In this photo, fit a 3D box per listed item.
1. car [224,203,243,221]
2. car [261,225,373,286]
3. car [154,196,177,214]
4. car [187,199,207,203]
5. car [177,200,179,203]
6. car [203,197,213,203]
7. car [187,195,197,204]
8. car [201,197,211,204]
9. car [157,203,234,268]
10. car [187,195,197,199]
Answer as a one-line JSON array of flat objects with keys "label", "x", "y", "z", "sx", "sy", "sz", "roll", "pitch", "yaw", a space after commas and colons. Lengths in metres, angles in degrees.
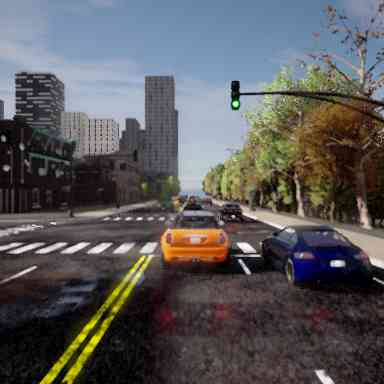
[{"label": "car", "x": 3.366, "y": 1.749, "z": 29.514, "sx": 1.837, "sy": 1.490, "sz": 4.892, "roll": 0, "pitch": 0, "yaw": 0}, {"label": "car", "x": 3.359, "y": 1.646, "z": 9.709, "sx": 1.994, "sy": 1.385, "sz": 4.181, "roll": 0, "pitch": 0, "yaw": -1}, {"label": "car", "x": -3.319, "y": 1.558, "z": 40.971, "sx": 2.150, "sy": 2.045, "sz": 5.566, "roll": 0, "pitch": -1, "yaw": 0}, {"label": "car", "x": 0.116, "y": 1.738, "z": 31.609, "sx": 1.882, "sy": 1.535, "sz": 5.008, "roll": 0, "pitch": 0, "yaw": 0}, {"label": "car", "x": -3.258, "y": 1.954, "z": 58.411, "sx": 1.882, "sy": 1.535, "sz": 5.008, "roll": 0, "pitch": -1, "yaw": 1}, {"label": "car", "x": 3.282, "y": 2.054, "z": 68.842, "sx": 1.837, "sy": 1.490, "sz": 4.892, "roll": 0, "pitch": 0, "yaw": 0}, {"label": "car", "x": 0.038, "y": 1.700, "z": 79.295, "sx": 2.150, "sy": 2.045, "sz": 5.566, "roll": 0, "pitch": 0, "yaw": 0}, {"label": "car", "x": 3.288, "y": 2.000, "z": 79.261, "sx": 2.128, "sy": 1.511, "sz": 4.902, "roll": 0, "pitch": 0, "yaw": 0}, {"label": "car", "x": 0.105, "y": 1.452, "z": 11.876, "sx": 2.097, "sy": 1.767, "sz": 4.553, "roll": 0, "pitch": 0, "yaw": 0}, {"label": "car", "x": 0.033, "y": 1.911, "z": 69.231, "sx": 2.097, "sy": 1.767, "sz": 4.553, "roll": 0, "pitch": 0, "yaw": 0}]
